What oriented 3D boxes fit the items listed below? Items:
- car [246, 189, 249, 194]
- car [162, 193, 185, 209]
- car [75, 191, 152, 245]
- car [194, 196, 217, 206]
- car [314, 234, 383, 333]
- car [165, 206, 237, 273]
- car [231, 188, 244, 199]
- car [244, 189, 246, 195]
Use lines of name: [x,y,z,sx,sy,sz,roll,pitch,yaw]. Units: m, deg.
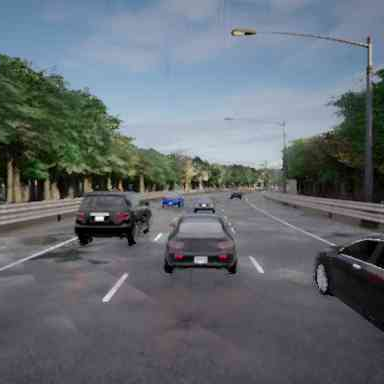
car: [13.496,-0.166,89.224,2.097,1.767,4.553,0,1,13]
car: [-1.888,0.890,34.972,1.882,1.535,5.008,0,1,5]
car: [-3.135,0.981,14.284,2.150,2.045,5.566,0,1,2]
car: [1.148,1.062,29.123,2.033,1.411,5.357,0,1,4]
car: [3.549,1.418,5.336,1.837,1.490,4.892,0,1,1]
car: [0.263,1.360,9.947,1.812,1.442,4.674,0,1,1]
car: [7.939,0.501,59.640,1.837,1.490,4.892,0,1,9]
car: [10.181,0.290,73.139,2.128,1.511,4.902,0,1,11]
